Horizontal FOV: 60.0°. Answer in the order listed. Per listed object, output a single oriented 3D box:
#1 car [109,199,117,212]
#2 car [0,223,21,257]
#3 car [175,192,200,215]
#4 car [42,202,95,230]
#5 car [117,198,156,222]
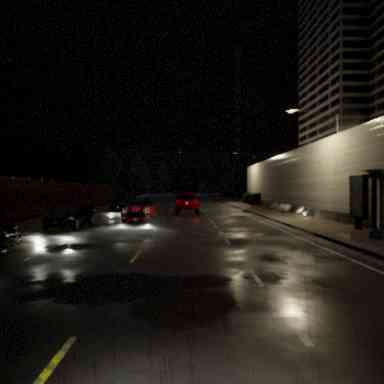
[{"bbox_3d":[-7.554,1.383,35.786,1.994,1.385,4.181,0,0,-1],"label":"car"},{"bbox_3d":[-7.239,1.508,10.029,2.033,1.411,5.357,0,0,-1],"label":"car"},{"bbox_3d":[-0.422,1.035,31.506,2.150,2.045,5.566,0,1,1],"label":"car"},{"bbox_3d":[-7.398,1.377,20.354,1.882,1.535,5.008,0,0,-1],"label":"car"},{"bbox_3d":[-3.876,1.256,24.709,2.097,1.767,4.553,0,0,-1],"label":"car"}]
